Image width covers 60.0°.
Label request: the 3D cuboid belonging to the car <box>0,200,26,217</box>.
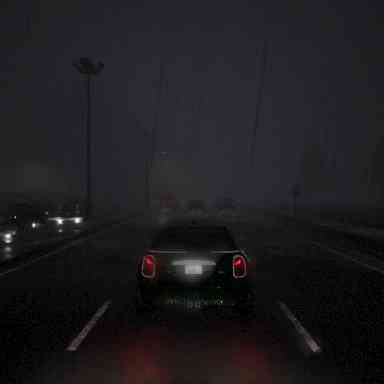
[{"bbox_3d":[-18.116,1.526,32.114,1.812,1.442,4.674,0,0,1],"label":"car"}]

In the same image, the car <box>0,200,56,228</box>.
[{"bbox_3d":[-11.252,1.492,21.915,2.128,1.511,4.902,0,0,1],"label":"car"}]

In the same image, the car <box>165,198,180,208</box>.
[{"bbox_3d":[-2.883,1.564,50.185,1.994,1.385,4.181,0,0,1],"label":"car"}]

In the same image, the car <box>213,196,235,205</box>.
[{"bbox_3d":[4.006,1.352,40.178,2.097,1.767,4.553,0,0,1],"label":"car"}]

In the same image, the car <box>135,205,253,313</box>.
[{"bbox_3d":[0.060,1.352,7.812,2.097,1.767,4.553,0,0,1],"label":"car"}]

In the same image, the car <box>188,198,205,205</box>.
[{"bbox_3d":[0.506,1.491,40.206,2.128,1.511,4.902,0,0,1],"label":"car"}]

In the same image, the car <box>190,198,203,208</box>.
[{"bbox_3d":[0.629,1.601,50.548,1.895,1.301,4.718,0,0,1],"label":"car"}]

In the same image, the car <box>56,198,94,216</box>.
[{"bbox_3d":[-11.116,1.352,32.051,2.097,1.767,4.553,0,0,1],"label":"car"}]

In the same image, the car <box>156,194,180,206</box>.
[{"bbox_3d":[-3.011,1.221,39.594,2.150,2.045,5.566,0,0,1],"label":"car"}]
